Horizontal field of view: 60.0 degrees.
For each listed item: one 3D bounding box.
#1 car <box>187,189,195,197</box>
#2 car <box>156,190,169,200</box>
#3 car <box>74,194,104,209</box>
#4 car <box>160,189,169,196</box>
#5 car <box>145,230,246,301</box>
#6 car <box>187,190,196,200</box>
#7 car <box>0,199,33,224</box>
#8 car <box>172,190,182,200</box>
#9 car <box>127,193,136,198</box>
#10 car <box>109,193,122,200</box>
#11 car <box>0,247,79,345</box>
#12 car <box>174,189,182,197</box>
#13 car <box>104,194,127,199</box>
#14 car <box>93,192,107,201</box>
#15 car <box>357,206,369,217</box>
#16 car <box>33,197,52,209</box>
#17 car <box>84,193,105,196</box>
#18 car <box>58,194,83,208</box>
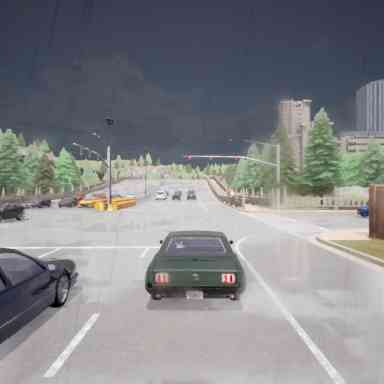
[{"bbox_3d":[-0.159,0.222,87.456,2.033,1.411,5.357,0,7,0],"label":"car"},{"bbox_3d":[-7.102,0.730,77.233,2.150,2.045,5.566,0,4,0],"label":"car"},{"bbox_3d":[-14.084,1.478,45.762,1.882,1.535,5.008,0,0,0],"label":"car"},{"bbox_3d":[-7.161,0.229,87.868,1.895,1.301,4.718,0,7,0],"label":"car"},{"bbox_3d":[0.108,1.601,8.304,1.895,1.301,4.718,0,0,1],"label":"car"},{"bbox_3d":[-0.104,0.855,77.387,2.097,1.767,4.553,0,4,0],"label":"car"},{"bbox_3d":[-14.098,1.491,24.306,2.128,1.511,4.902,0,0,0],"label":"car"},{"bbox_3d":[-3.603,1.019,77.135,1.837,1.490,4.892,0,4,0],"label":"car"},{"bbox_3d":[-14.099,1.079,76.434,1.812,1.442,4.674,0,3,0],"label":"car"},{"bbox_3d":[-17.601,1.077,76.765,1.994,1.385,4.181,0,3,0],"label":"car"},{"bbox_3d":[-3.431,1.547,4.894,2.033,1.411,5.357,0,0,0],"label":"car"},{"bbox_3d":[-3.659,0.207,87.435,2.128,1.511,4.902,0,7,0],"label":"car"},{"bbox_3d":[-14.079,1.490,61.553,2.128,1.511,4.902,0,0,0],"label":"car"},{"bbox_3d":[-21.099,1.022,76.523,1.882,1.535,5.008,0,3,0],"label":"car"},{"bbox_3d":[16.999,1.478,28.842,5.008,1.535,1.882,0,0,0],"label":"car"},{"bbox_3d":[-21.096,1.490,45.880,2.128,1.511,4.902,0,0,0],"label":"car"},{"bbox_3d":[-17.570,1.221,61.806,2.150,2.045,5.566,0,0,0],"label":"car"},{"bbox_3d":[-17.596,1.503,47.818,1.837,1.490,4.892,0,0,0],"label":"car"}]
